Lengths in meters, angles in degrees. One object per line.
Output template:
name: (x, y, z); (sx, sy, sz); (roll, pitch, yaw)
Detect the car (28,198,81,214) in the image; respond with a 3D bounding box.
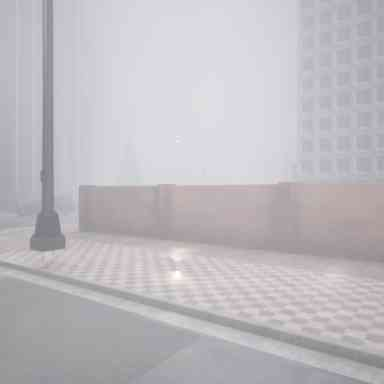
car: (-14.711, 1.460, 35.855); (1.882, 1.535, 5.008); (0, 0, 35)

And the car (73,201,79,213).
car: (-8.544, 1.464, 32.129); (1.882, 1.535, 5.008); (0, 0, 35)

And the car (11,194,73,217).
car: (-13.752, 1.206, 31.134); (2.150, 2.045, 5.566); (0, 0, 35)
